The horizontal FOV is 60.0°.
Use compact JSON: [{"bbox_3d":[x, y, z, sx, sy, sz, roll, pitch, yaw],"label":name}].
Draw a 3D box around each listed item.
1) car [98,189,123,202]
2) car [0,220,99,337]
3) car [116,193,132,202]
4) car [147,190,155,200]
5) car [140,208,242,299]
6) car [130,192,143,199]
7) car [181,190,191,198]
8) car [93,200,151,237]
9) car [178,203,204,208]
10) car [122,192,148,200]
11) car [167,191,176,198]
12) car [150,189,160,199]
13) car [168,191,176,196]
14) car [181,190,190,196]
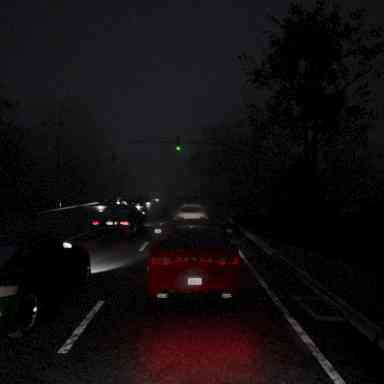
[{"bbox_3d":[-10.955,0.647,45.200,2.150,2.045,5.566,0,1,1],"label":"car"},{"bbox_3d":[-3.452,1.499,6.526,1.994,1.385,4.181,0,1,0],"label":"car"},{"bbox_3d":[-11.115,0.866,54.590,1.994,1.385,4.181,0,1,-1],"label":"car"},{"bbox_3d":[-7.597,0.841,53.584,1.812,1.442,4.674,0,1,-1],"label":"car"},{"bbox_3d":[0.033,1.389,8.330,1.882,1.535,5.008,0,1,0],"label":"car"},{"bbox_3d":[-11.369,0.722,68.333,1.895,1.301,4.718,0,1,-2],"label":"car"},{"bbox_3d":[-1.170,0.575,75.908,1.994,1.385,4.181,0,1,-3],"label":"car"},{"bbox_3d":[-3.533,1.349,16.694,2.033,1.411,5.357,0,1,0],"label":"car"},{"bbox_3d":[-0.041,1.312,17.882,1.812,1.442,4.674,0,1,-1],"label":"car"},{"bbox_3d":[-7.435,0.989,44.007,2.033,1.411,5.357,0,1,-2],"label":"car"},{"bbox_3d":[-4.632,0.563,74.954,2.033,1.411,5.357,0,1,-3],"label":"car"},{"bbox_3d":[-7.881,0.342,68.517,2.150,2.045,5.566,0,1,-2],"label":"car"},{"bbox_3d":[-5.216,0.345,85.404,2.033,1.411,5.357,0,1,-4],"label":"car"},{"bbox_3d":[-1.723,0.280,85.630,1.882,1.535,5.008,0,1,-4],"label":"car"}]
